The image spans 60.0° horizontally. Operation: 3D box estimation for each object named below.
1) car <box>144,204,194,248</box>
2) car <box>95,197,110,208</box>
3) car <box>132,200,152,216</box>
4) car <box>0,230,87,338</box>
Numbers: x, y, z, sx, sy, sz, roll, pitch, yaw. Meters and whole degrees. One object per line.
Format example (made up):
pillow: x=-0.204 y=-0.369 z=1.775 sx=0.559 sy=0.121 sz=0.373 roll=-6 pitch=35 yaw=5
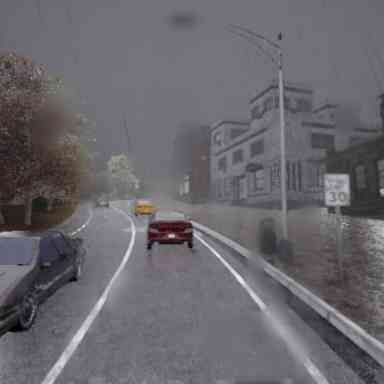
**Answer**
car: x=-1.093 y=1.531 z=15.148 sx=1.882 sy=1.535 sz=5.008 roll=1 pitch=0 yaw=-7
car: x=-12.609 y=1.445 z=46.639 sx=2.128 sy=1.511 sz=4.902 roll=2 pitch=0 yaw=-18
car: x=-4.909 y=1.570 z=33.218 sx=1.882 sy=1.535 sz=5.008 roll=1 pitch=0 yaw=-15
car: x=-3.670 y=1.560 z=7.039 sx=2.033 sy=1.411 sz=5.357 roll=0 pitch=0 yaw=-4
